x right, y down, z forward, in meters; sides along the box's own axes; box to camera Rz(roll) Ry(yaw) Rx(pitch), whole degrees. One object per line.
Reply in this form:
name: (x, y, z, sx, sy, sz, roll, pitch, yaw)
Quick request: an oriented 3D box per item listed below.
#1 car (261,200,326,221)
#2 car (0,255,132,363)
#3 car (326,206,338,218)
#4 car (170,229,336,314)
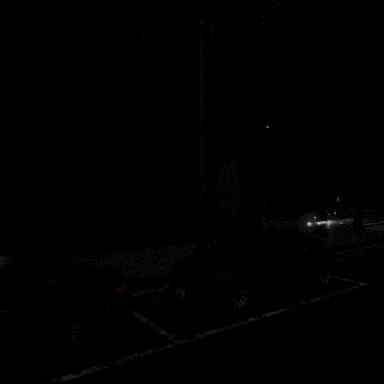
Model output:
car: (7.682, 1.531, 27.148, 2.033, 1.411, 5.357, 0, 0, -36)
car: (-2.883, 1.582, 4.478, 4.206, 1.307, 1.802, 0, 0, -35)
car: (10.264, 1.479, 29.125, 1.837, 1.490, 4.892, 0, 0, -36)
car: (1.555, 1.565, 7.643, 4.313, 1.339, 1.947, 0, 0, -35)
